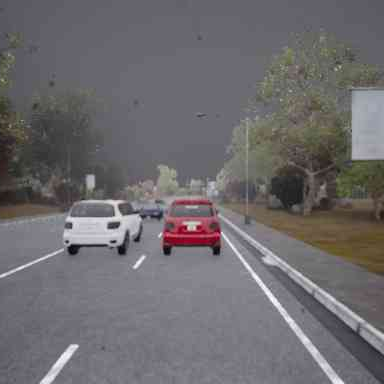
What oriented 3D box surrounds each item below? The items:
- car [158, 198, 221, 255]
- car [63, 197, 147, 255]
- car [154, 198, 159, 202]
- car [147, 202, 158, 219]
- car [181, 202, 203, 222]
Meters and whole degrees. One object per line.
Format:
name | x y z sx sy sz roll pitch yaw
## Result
car | -0.006 1.325 14.034 2.150 2.045 5.566 0 0 0
car | -3.507 1.326 14.049 2.150 2.045 5.566 0 0 0
car | -7.042 1.963 71.691 1.895 1.301 4.718 0 0 0
car | -3.514 1.784 29.126 1.895 1.301 4.718 0 0 0
car | -0.010 1.711 29.422 1.812 1.442 4.674 0 0 0
